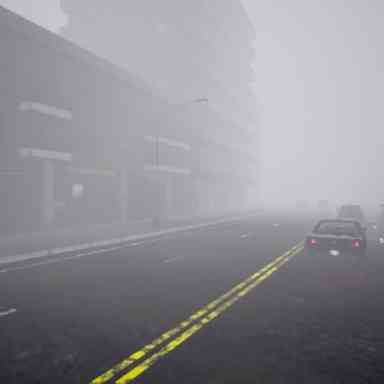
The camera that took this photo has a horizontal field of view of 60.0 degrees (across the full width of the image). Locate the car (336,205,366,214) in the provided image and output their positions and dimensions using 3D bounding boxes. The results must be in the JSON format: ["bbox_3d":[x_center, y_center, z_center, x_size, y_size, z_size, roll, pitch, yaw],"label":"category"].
[{"bbox_3d":[12.676,1.769,26.590,1.837,1.490,4.892,0,0,26],"label":"car"}]

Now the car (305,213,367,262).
[{"bbox_3d":[5.750,1.727,12.932,1.895,1.301,4.718,0,0,28],"label":"car"}]

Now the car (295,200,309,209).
[{"bbox_3d":[17.892,1.997,53.910,2.033,1.411,5.357,0,0,24],"label":"car"}]

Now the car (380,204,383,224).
[{"bbox_3d":[15.182,1.498,24.318,2.150,2.045,5.566,0,0,26],"label":"car"}]

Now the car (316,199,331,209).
[{"bbox_3d":[21.339,1.982,53.812,1.837,1.490,4.892,1,0,23],"label":"car"}]
